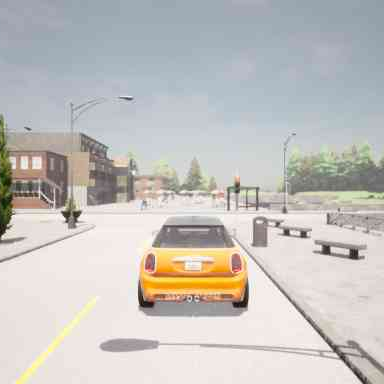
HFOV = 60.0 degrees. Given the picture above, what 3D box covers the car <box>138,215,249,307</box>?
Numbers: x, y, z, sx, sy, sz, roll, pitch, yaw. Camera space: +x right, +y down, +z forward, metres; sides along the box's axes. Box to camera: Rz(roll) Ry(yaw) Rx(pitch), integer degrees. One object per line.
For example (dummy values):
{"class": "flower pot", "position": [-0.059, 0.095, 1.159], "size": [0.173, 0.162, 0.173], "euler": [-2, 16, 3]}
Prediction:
{"class": "car", "position": [0.043, 1.352, 8.119], "size": [2.097, 1.767, 4.553], "euler": [0, 0, 1]}
